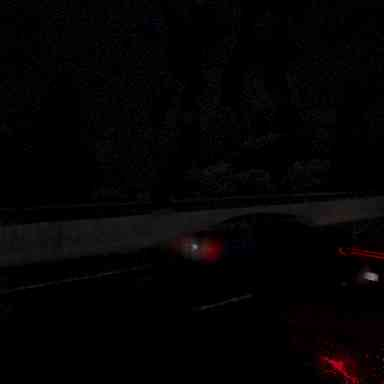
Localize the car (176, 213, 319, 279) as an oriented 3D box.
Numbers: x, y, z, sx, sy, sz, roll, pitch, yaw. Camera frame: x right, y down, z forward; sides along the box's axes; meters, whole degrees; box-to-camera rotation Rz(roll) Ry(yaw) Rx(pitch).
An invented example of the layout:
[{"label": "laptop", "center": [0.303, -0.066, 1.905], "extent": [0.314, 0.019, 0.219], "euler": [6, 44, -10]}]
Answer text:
[{"label": "car", "center": [2.209, 1.301, 9.294], "extent": [5.357, 1.411, 2.033], "euler": [-2, 1, -32]}]

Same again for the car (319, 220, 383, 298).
[{"label": "car", "center": [5.170, 1.202, 7.001], "extent": [5.008, 1.535, 1.882], "euler": [-3, 2, -32]}]
